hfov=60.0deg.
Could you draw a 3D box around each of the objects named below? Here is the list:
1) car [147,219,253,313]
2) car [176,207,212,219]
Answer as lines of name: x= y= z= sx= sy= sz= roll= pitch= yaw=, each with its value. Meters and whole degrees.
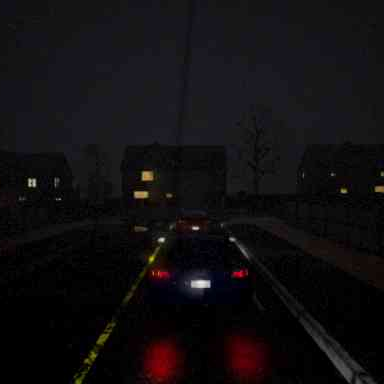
car: x=0.125 y=1.562 z=7.747 sx=1.994 sy=1.385 sz=4.181 roll=0 pitch=0 yaw=-1
car: x=0.104 y=1.529 z=17.728 sx=1.812 sy=1.442 sz=4.674 roll=0 pitch=0 yaw=-1
